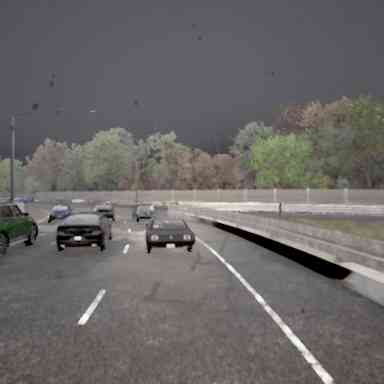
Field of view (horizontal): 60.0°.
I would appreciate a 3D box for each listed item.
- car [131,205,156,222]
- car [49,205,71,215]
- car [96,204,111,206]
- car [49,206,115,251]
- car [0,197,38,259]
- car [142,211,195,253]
[{"bbox_3d":[-4.279,1.861,29.775,2.033,1.411,5.357,0,-1,-16],"label":"car"},{"bbox_3d":[-11.449,1.841,29.262,1.812,1.442,4.674,0,0,-17],"label":"car"},{"bbox_3d":[-7.960,1.824,29.818,1.837,1.490,4.892,0,0,-17],"label":"car"},{"bbox_3d":[-4.743,1.640,15.176,1.882,1.535,5.008,0,0,-9],"label":"car"},{"bbox_3d":[-7.953,1.370,13.096,2.150,2.045,5.566,0,0,-8],"label":"car"},{"bbox_3d":[-1.110,1.754,14.610,1.895,1.301,4.718,0,-1,-8],"label":"car"}]
